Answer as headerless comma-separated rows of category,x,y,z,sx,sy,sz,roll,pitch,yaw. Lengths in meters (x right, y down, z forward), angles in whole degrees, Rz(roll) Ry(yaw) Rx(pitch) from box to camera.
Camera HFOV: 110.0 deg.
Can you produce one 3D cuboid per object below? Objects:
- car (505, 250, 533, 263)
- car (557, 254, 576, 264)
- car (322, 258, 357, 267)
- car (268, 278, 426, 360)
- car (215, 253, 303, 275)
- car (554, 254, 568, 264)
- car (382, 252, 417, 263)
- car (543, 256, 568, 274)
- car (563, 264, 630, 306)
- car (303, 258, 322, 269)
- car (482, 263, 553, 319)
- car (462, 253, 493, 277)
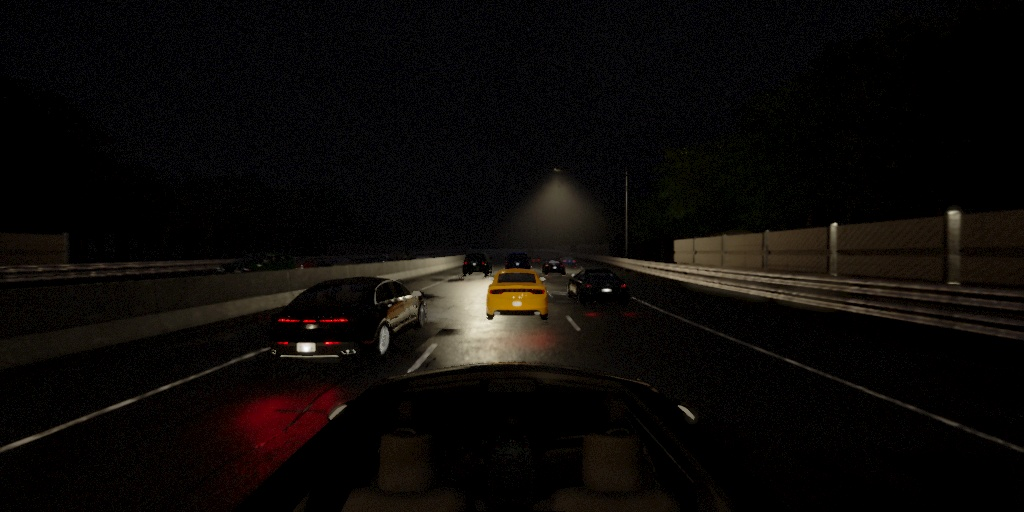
car,0.523,0.713,31.934,2.150,2.045,5.566,0,1,1
car,7.813,0.717,50.263,2.033,1.411,5.357,0,1,3
car,-20.385,0.886,42.487,2.033,1.411,5.357,0,1,2
car,-3.364,1.241,8.302,1.837,1.490,4.892,0,0,0
car,-17.349,0.809,24.719,2.150,2.045,5.566,0,1,1
car,8.233,0.449,60.295,1.837,1.490,4.892,0,1,2
car,-13.389,0.559,42.240,2.150,2.045,5.566,0,1,2
car,4.004,1.009,34.997,1.994,1.385,4.181,0,1,2
car,3.599,1.246,15.523,1.994,1.385,4.181,0,1,1
car,-23.262,0.958,39.335,1.994,1.385,4.181,0,1,-1
car,0.173,1.187,12.672,1.882,1.535,5.008,0,0,1
car,-2.985,0.718,31.656,2.150,2.045,5.566,0,1,1
